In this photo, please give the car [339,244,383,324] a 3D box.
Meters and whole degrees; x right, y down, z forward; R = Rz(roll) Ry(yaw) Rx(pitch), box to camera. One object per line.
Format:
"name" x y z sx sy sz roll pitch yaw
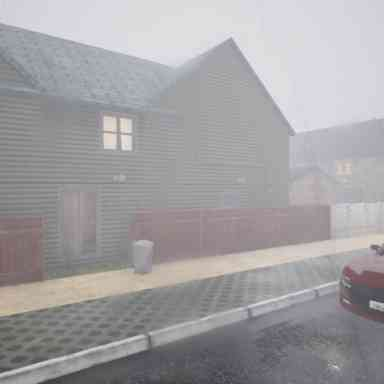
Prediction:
"car" 4.891 1.478 6.540 5.008 1.535 1.882 0 0 -35
